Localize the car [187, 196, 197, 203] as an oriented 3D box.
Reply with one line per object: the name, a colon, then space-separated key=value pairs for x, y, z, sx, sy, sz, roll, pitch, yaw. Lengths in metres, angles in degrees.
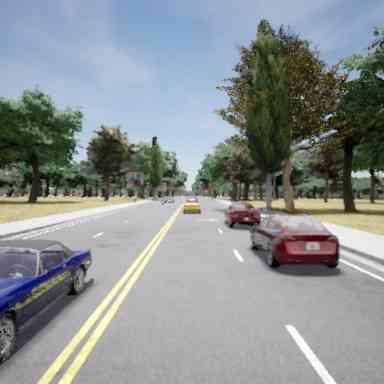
car: x=-0.011 y=1.603 z=73.903 sx=2.033 sy=1.411 sz=5.357 roll=0 pitch=0 yaw=0

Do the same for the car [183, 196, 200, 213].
car: x=-0.011 y=1.437 z=37.229 sx=1.801 sy=1.575 sz=5.366 roll=0 pitch=0 yaw=0

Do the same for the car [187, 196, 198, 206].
car: x=0.091 y=1.491 z=56.967 sx=1.882 sy=1.535 sz=5.008 roll=0 pitch=0 yaw=0

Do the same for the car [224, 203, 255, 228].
car: x=3.247 y=1.455 z=22.247 sx=1.882 sy=1.535 sz=5.008 roll=0 pitch=0 yaw=0

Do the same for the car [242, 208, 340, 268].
car: x=3.249 y=1.492 z=11.275 sx=2.163 sy=1.488 sz=4.792 roll=0 pitch=0 yaw=0

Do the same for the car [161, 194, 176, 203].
car: x=-3.257 y=1.107 z=46.556 sx=1.837 sy=1.490 sz=4.892 roll=0 pitch=0 yaw=0

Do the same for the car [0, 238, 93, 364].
car: x=-3.351 y=1.595 z=5.894 sx=1.895 sy=1.301 sz=4.718 roll=0 pitch=0 yaw=0
